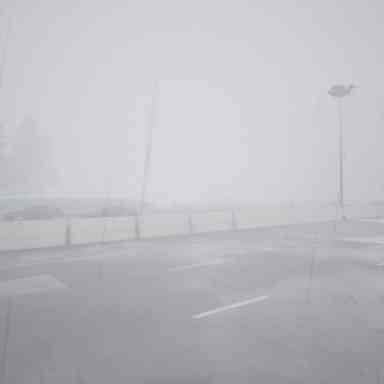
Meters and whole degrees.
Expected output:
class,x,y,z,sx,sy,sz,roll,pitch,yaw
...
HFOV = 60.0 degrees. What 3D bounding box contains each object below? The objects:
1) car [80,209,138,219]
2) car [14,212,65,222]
class,x,y,z,sx,sy,sz,roll,pitch,yaw
car,-7.300,1.823,29.199,5.357,1.411,2.033,0,-1,-37
car,-13.650,1.803,28.797,4.892,1.490,1.837,0,-1,-37
